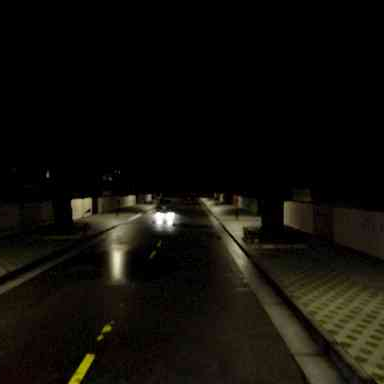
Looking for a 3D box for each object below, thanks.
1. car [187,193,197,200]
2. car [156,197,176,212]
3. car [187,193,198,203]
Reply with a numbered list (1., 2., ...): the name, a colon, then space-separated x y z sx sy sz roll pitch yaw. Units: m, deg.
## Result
1. car: 0.064 1.015 72.562 2.128 1.511 4.902 0 0 0
2. car: -2.760 1.306 35.759 2.128 1.511 4.902 0 0 1
3. car: 0.055 1.233 62.143 2.033 1.411 5.357 0 0 0
